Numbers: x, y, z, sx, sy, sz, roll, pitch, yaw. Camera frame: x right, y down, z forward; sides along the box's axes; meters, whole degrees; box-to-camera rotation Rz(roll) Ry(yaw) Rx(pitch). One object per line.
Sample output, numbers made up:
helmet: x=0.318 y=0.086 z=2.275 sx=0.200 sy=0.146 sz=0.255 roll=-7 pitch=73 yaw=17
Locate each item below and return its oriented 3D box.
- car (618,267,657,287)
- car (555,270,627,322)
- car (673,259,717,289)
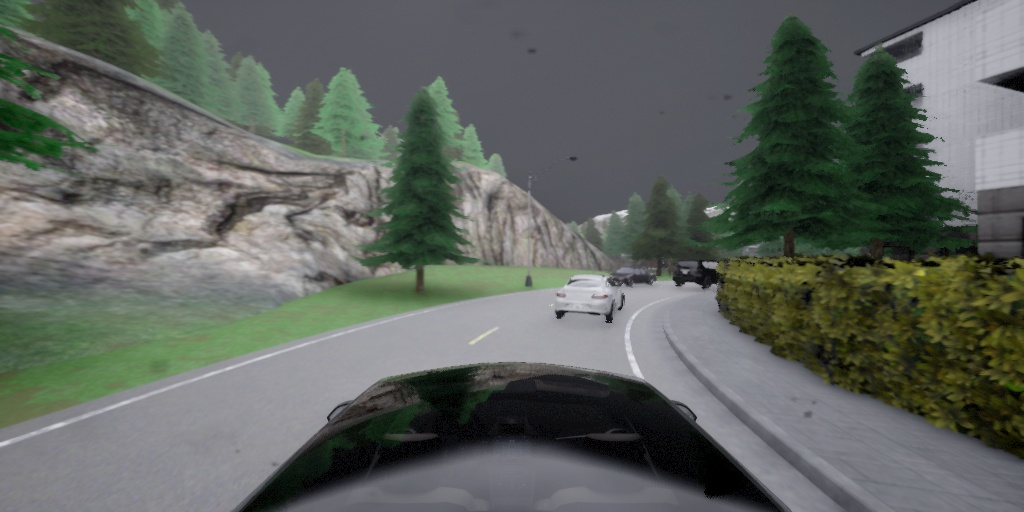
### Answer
car: x=8.946 y=1.541 z=27.065 sx=5.357 sy=1.411 sz=2.033 roll=1 pitch=0 yaw=-42
car: x=2.853 y=1.368 z=12.801 sx=1.812 sy=1.442 sz=4.674 roll=0 pitch=0 yaw=23
car: x=14.095 y=1.280 z=26.531 sx=5.566 sy=2.045 sz=2.150 roll=1 pitch=-1 yaw=-39
